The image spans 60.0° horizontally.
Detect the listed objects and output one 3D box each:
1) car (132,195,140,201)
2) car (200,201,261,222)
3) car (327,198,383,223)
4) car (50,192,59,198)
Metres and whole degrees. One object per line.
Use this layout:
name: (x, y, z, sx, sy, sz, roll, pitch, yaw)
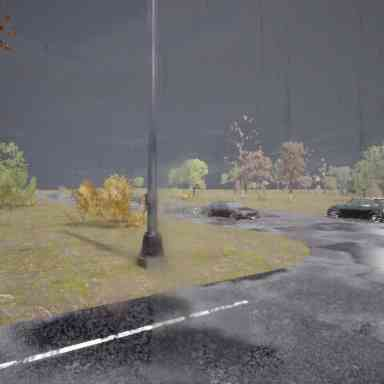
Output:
car: (-10.494, 0.929, 56.501, 1.994, 1.385, 4.181, -1, 1, -35)
car: (2.763, 1.387, 25.419, 2.033, 1.411, 5.357, -1, 1, -35)
car: (12.233, 1.183, 24.138, 2.097, 1.767, 4.553, -1, 1, -35)
car: (-32.673, 0.617, 78.439, 1.994, 1.385, 4.181, -1, 1, -28)
